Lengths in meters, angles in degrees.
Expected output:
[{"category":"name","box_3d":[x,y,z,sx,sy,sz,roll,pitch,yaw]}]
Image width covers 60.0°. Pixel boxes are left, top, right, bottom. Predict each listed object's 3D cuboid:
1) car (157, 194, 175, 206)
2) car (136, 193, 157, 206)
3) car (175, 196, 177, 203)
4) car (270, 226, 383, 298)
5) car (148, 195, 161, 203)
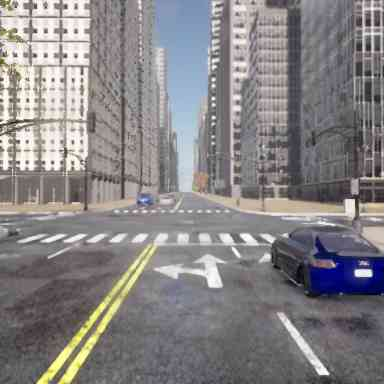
[{"category":"car","box_3d":[-3.963,1.424,51.363,1.812,1.442,4.674,0,0,-1]},{"category":"car","box_3d":[-7.215,1.120,51.625,2.150,2.045,5.566,0,0,-1]},{"category":"car","box_3d":[-4.171,1.214,66.826,2.097,1.767,4.553,0,0,-1]},{"category":"car","box_3d":[3.350,1.551,8.504,1.994,1.385,4.181,0,0,0]},{"category":"car","box_3d":[-7.423,1.369,67.069,2.128,1.511,4.902,0,0,-1]}]
